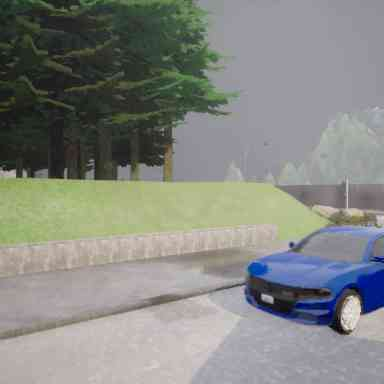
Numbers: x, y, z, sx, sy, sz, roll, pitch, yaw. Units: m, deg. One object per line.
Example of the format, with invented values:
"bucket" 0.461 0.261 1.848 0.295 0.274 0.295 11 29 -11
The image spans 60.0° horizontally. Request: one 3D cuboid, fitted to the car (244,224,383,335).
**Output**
"car" 3.283 1.477 6.900 5.008 1.535 1.882 0 0 -35
